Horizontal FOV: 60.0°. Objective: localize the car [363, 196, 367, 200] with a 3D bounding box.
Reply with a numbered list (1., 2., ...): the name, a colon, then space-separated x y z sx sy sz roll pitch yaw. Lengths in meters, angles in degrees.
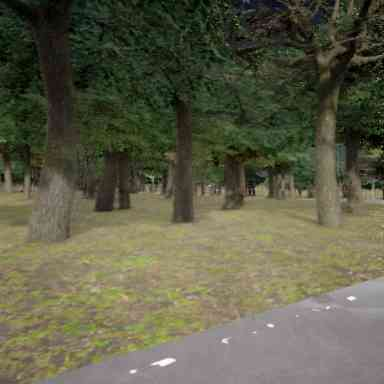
1. car: 42.031 1.316 83.877 1.837 1.490 4.892 -1 0 -1
